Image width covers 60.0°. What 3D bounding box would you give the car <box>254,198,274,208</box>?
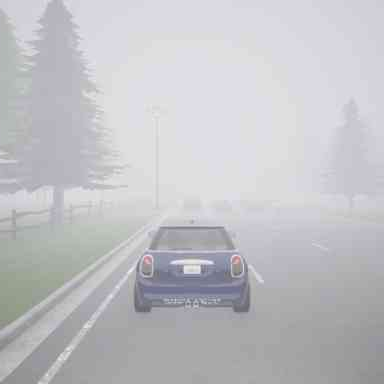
[{"bbox_3d":[10.514,1.564,48.910,1.994,1.385,4.181,0,0,0],"label":"car"}]

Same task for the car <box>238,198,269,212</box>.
[{"bbox_3d":[7.011,1.547,38.491,2.033,1.411,5.357,0,0,0],"label":"car"}]

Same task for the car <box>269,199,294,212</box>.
[{"bbox_3d":[10.511,1.526,38.906,1.812,1.442,4.674,0,0,0],"label":"car"}]

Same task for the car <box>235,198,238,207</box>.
[{"bbox_3d":[7.014,1.564,48.911,1.994,1.385,4.181,0,0,0],"label":"car"}]

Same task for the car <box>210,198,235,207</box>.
[{"bbox_3d":[3.511,1.564,38.908,1.994,1.385,4.181,0,0,0],"label":"car"}]

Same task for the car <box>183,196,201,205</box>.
[{"bbox_3d":[0.011,1.352,38.879,2.097,1.767,4.553,0,0,0],"label":"car"}]

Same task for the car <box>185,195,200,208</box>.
[{"bbox_3d":[0.014,1.352,48.883,2.097,1.767,4.553,0,0,0],"label":"car"}]

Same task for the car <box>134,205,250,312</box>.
[{"bbox_3d":[0.002,1.352,7.842,2.097,1.767,4.553,0,0,0],"label":"car"}]
